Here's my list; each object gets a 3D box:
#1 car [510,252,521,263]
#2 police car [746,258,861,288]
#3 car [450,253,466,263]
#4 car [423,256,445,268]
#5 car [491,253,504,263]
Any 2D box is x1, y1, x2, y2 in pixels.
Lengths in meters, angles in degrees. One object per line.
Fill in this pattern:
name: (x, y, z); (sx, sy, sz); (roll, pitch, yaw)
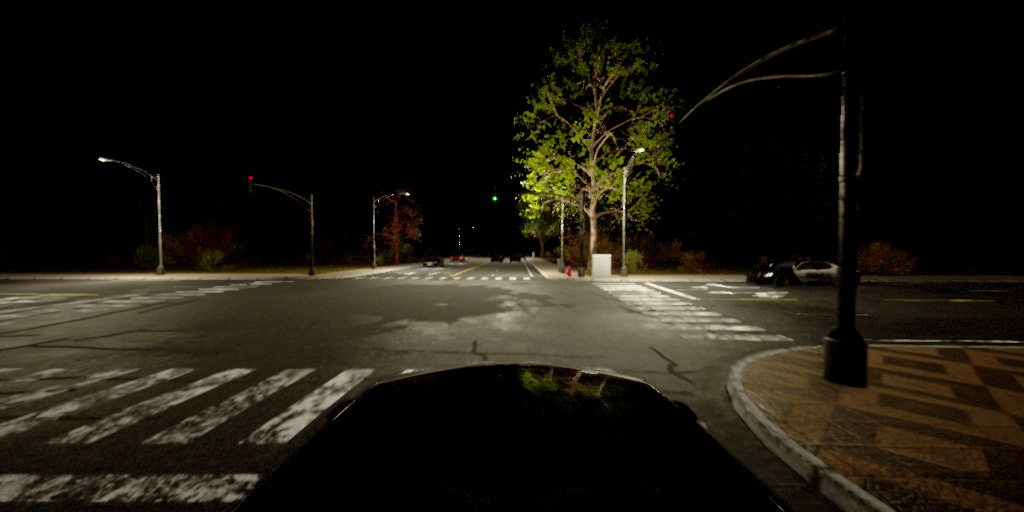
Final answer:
car: (0.562, 0.368, 62.740); (1.882, 1.535, 5.008); (0, 1, 1)
police car: (15.632, 0.925, 19.518); (4.974, 1.542, 2.038); (0, 2, 3)
car: (-9.237, 0.263, 61.229); (2.097, 1.767, 4.553); (0, 1, 1)
car: (-9.571, 0.686, 44.115); (1.812, 1.442, 4.674); (0, 1, 1)
car: (-2.681, 0.446, 63.213); (1.994, 1.385, 4.181); (0, 1, 1)
